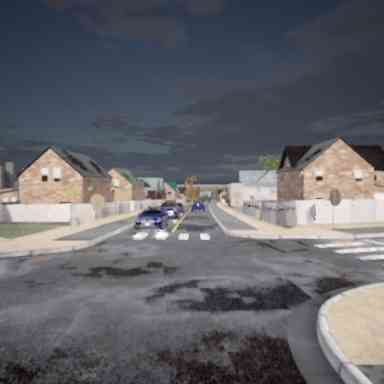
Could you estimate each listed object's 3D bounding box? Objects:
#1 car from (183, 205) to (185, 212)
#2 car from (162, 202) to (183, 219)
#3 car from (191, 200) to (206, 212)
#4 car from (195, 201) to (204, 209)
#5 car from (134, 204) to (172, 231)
[{"bbox_3d":[-2.081,2.159,46.533,1.812,1.442,4.674,0,-1,2],"label":"car"},{"bbox_3d":[-2.411,1.793,34.519,2.097,1.767,4.553,0,-1,1],"label":"car"},{"bbox_3d":[1.017,2.072,51.245,2.097,1.767,4.553,0,-1,2],"label":"car"},{"bbox_3d":[1.520,2.520,66.610,1.812,1.442,4.674,0,-1,3],"label":"car"},{"bbox_3d":[-2.702,1.805,23.129,1.812,1.442,4.674,0,-1,2],"label":"car"}]
